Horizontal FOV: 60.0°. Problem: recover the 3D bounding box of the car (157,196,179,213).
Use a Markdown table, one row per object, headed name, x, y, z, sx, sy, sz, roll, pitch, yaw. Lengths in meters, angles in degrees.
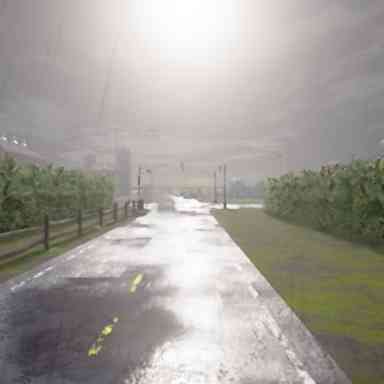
| name | x | y | z | sx | sy | sz | roll | pitch | yaw |
| --- | --- | --- | --- | --- | --- | --- | --- | --- | --- |
| car | -2.745 | 1.459 | 36.634 | 1.837 | 1.490 | 4.892 | 0 | 0 | 0 |
